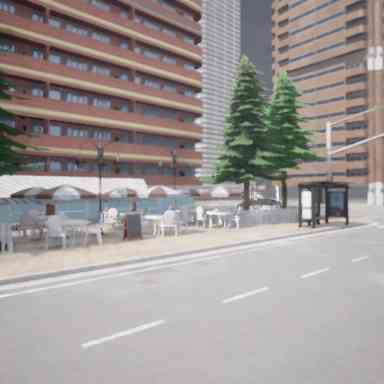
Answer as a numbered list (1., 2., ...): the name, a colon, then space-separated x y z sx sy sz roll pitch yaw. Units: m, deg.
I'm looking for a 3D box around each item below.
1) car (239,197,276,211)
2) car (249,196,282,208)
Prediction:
1. car: 7.906 1.677 41.945 1.994 1.385 4.181 0 0 -41
2. car: 10.347 1.610 44.474 1.837 1.490 4.892 0 0 -41
